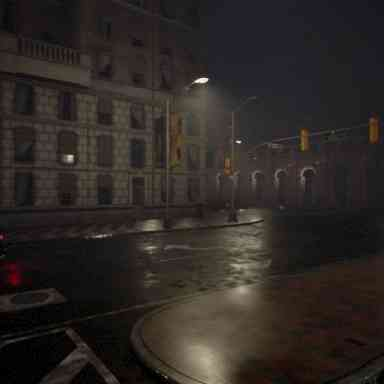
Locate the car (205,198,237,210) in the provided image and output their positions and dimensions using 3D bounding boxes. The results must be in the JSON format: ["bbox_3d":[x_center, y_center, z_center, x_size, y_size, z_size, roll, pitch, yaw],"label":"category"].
[{"bbox_3d":[2.996,1.492,43.051,2.128,1.511,4.902,0,0,-36],"label":"car"}]

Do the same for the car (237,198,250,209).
[{"bbox_3d":[5.740,1.526,45.232,1.812,1.442,4.674,0,0,-36],"label":"car"}]

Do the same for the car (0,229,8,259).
[{"bbox_3d":[-7.495,1.491,8.470,4.902,1.511,2.128,0,0,-36],"label":"car"}]

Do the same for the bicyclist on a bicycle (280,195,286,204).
[{"bbox_3d":[15.477,1.300,56.462,1.656,1.620,0.582,0,0,-36],"label":"bicyclist on a bicycle"}]
